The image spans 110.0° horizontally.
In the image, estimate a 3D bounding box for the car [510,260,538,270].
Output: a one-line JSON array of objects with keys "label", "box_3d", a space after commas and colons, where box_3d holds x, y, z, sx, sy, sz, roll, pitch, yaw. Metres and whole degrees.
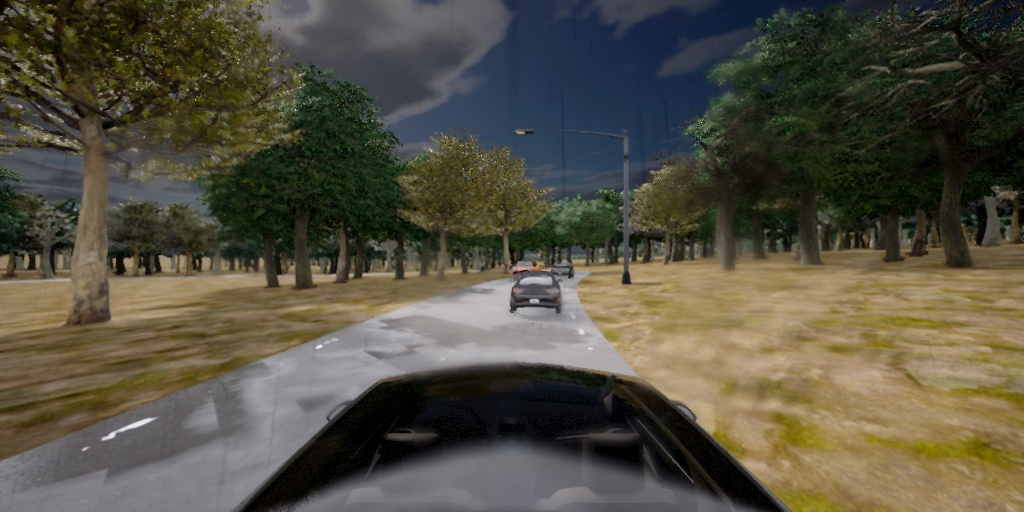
[{"label": "car", "box_3d": [1.241, 1.199, 33.035, 2.097, 1.767, 4.553, 0, 0, 14]}]

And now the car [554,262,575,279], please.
[{"label": "car", "box_3d": [4.960, 1.350, 34.426, 2.128, 1.511, 4.902, 0, 0, 15]}]

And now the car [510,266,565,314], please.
[{"label": "car", "box_3d": [1.000, 1.318, 14.076, 1.812, 1.442, 4.674, 0, 0, 6]}]
